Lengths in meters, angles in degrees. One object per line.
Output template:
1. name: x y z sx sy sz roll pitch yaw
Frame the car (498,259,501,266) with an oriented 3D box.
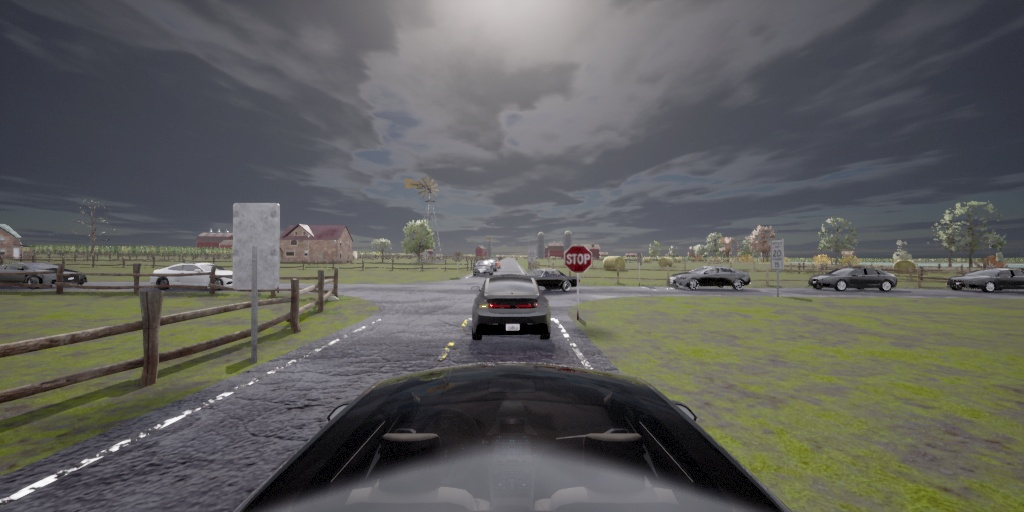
1. car: -2.900 1.242 46.780 2.128 1.511 4.902 0 0 0

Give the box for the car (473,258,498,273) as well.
1. car: -2.897 1.243 36.901 2.128 1.511 4.902 0 0 0

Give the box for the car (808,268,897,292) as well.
1. car: 22.179 1.499 23.449 4.892 1.490 1.837 1 -1 -1

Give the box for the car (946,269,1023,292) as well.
1. car: 31.682 1.587 23.579 4.892 1.490 1.837 1 -1 -1

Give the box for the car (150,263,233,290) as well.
1. car: -17.261 1.104 19.921 4.674 1.442 1.812 1 -1 -1

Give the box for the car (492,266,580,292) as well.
1. car: 1.482 1.369 20.029 4.718 1.301 1.895 1 0 -35

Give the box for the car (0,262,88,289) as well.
1. car: -26.381 1.048 19.790 4.181 1.385 1.994 1 -1 -1

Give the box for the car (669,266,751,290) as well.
1. car: 12.778 1.396 23.269 4.902 1.511 2.128 1 -1 -2

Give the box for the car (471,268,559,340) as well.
1. car: -0.082 1.256 9.981 1.837 1.490 4.892 0 0 -2
